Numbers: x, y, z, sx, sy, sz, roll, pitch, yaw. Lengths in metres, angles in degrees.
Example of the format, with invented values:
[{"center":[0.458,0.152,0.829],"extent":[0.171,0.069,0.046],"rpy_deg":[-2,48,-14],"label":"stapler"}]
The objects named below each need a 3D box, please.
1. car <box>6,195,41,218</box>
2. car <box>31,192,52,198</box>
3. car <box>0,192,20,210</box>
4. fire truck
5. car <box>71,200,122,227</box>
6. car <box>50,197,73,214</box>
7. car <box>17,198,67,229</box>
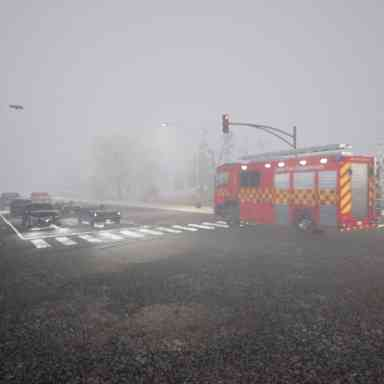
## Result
[{"center":[-15.129,1.368,29.764],"extent":[1.882,1.535,5.008],"rpy_deg":[-2,1,-32],"label":"car"},{"center":[-19.312,0.983,42.402],"extent":[2.150,2.045,5.566],"rpy_deg":[-2,1,-32],"label":"car"},{"center":[-22.153,1.089,40.819],"extent":[2.150,2.045,5.566],"rpy_deg":[-2,1,-32],"label":"car"},{"center":[4.616,-0.050,16.842],"extent":[2.891,3.827,8.468],"rpy_deg":[-2,1,-32],"label":"fire truck"},{"center":[-6.220,1.406,21.813],"extent":[1.895,1.301,4.718],"rpy_deg":[-2,1,-32],"label":"car"},{"center":[-11.141,1.390,29.554],"extent":[1.895,1.301,4.718],"rpy_deg":[-2,1,-32],"label":"car"},{"center":[-9.699,1.413,21.217],"extent":[1.837,1.490,4.892],"rpy_deg":[-2,1,-33],"label":"car"}]
